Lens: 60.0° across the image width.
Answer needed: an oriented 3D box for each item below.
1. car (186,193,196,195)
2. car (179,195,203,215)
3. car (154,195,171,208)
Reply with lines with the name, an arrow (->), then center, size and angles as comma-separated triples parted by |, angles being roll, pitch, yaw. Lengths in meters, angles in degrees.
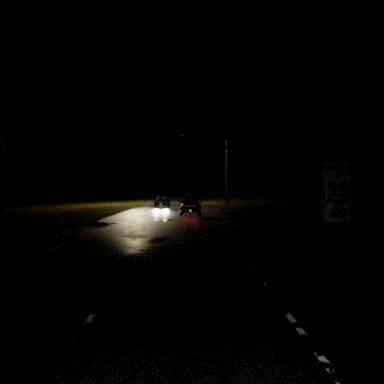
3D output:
car -> -0.140, 0.961, 46.306 | 2.097, 1.767, 4.553 | 0, 1, 0
car -> -0.103, 1.307, 30.660 | 1.837, 1.490, 4.892 | 0, 1, 1
car -> -3.702, 1.159, 42.137 | 2.128, 1.511, 4.902 | 0, 1, 0
